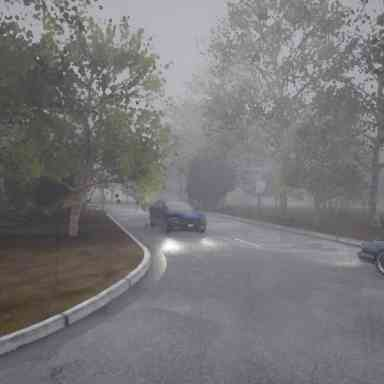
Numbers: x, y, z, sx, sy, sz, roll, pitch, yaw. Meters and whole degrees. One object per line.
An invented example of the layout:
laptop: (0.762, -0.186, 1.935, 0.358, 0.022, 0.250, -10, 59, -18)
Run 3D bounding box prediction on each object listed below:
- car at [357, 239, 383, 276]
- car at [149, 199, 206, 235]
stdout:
car: (6.147, 1.451, 6.843, 2.033, 1.411, 5.357, 1, 1, -19)
car: (-0.857, 1.122, 16.657, 1.882, 1.535, 5.008, 1, 1, -19)
